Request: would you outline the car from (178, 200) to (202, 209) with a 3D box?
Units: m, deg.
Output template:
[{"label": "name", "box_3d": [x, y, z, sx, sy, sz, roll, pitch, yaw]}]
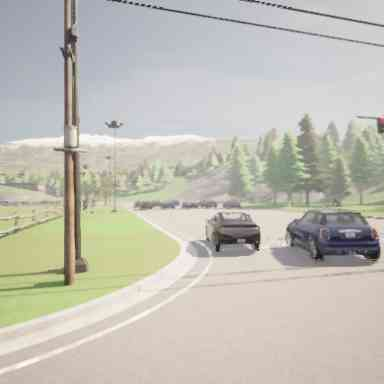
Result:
[{"label": "car", "box_3d": [-0.388, 2.148, 54.715, 1.895, 1.301, 4.718, -1, -1, -14]}]

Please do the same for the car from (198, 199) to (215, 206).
[{"label": "car", "box_3d": [3.045, 2.186, 69.271, 2.033, 1.411, 5.357, -1, -1, -14]}]

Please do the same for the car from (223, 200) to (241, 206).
[{"label": "car", "box_3d": [6.587, 2.030, 55.697, 1.994, 1.385, 4.181, -1, -1, -14]}]

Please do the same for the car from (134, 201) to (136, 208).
[{"label": "car", "box_3d": [-10.394, 2.311, 65.634, 1.812, 1.442, 4.674, -1, -1, -14]}]

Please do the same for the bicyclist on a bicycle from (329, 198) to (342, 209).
[{"label": "bicyclist on a bicycle", "box_3d": [15.621, 1.458, 36.162, 1.656, 1.620, 0.582, -1, -1, -14]}]

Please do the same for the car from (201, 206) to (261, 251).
[{"label": "car", "box_3d": [1.700, 1.620, 14.786, 2.128, 1.511, 4.902, -1, -1, -3]}]

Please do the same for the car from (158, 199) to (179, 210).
[{"label": "car", "box_3d": [-3.975, 2.119, 54.627, 1.812, 1.442, 4.674, -1, -1, -14]}]

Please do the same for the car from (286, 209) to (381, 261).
[{"label": "car", "box_3d": [5.118, 1.416, 12.724, 2.097, 1.767, 4.553, -1, -1, 2]}]

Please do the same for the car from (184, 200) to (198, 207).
[{"label": "car", "box_3d": [-0.246, 2.277, 68.006, 1.895, 1.301, 4.718, -1, -1, -14]}]

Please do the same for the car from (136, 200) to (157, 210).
[{"label": "car", "box_3d": [-7.529, 2.129, 54.410, 2.128, 1.511, 4.902, -1, -1, -14]}]

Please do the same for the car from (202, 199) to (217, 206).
[{"label": "car", "box_3d": [2.825, 2.013, 56.279, 2.128, 1.511, 4.902, -1, 0, -14]}]

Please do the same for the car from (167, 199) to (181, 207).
[{"label": "car", "box_3d": [-3.688, 2.192, 67.345, 1.882, 1.535, 5.008, -1, -1, -14]}]
